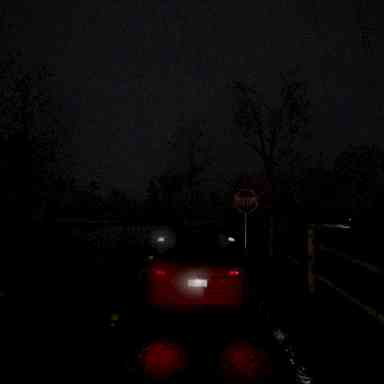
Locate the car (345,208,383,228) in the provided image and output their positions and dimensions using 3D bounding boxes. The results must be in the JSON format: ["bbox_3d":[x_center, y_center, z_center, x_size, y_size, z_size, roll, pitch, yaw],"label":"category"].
[{"bbox_3d":[13.572,1.860,24.365,4.181,1.385,1.994,1,1,0],"label":"car"}]

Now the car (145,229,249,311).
[{"bbox_3d":[0.101,1.562,7.829,1.994,1.385,4.181,0,0,0],"label":"car"}]

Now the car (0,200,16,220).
[{"bbox_3d":[-13.698,1.258,24.380,5.357,1.411,2.033,1,1,0],"label":"car"}]
